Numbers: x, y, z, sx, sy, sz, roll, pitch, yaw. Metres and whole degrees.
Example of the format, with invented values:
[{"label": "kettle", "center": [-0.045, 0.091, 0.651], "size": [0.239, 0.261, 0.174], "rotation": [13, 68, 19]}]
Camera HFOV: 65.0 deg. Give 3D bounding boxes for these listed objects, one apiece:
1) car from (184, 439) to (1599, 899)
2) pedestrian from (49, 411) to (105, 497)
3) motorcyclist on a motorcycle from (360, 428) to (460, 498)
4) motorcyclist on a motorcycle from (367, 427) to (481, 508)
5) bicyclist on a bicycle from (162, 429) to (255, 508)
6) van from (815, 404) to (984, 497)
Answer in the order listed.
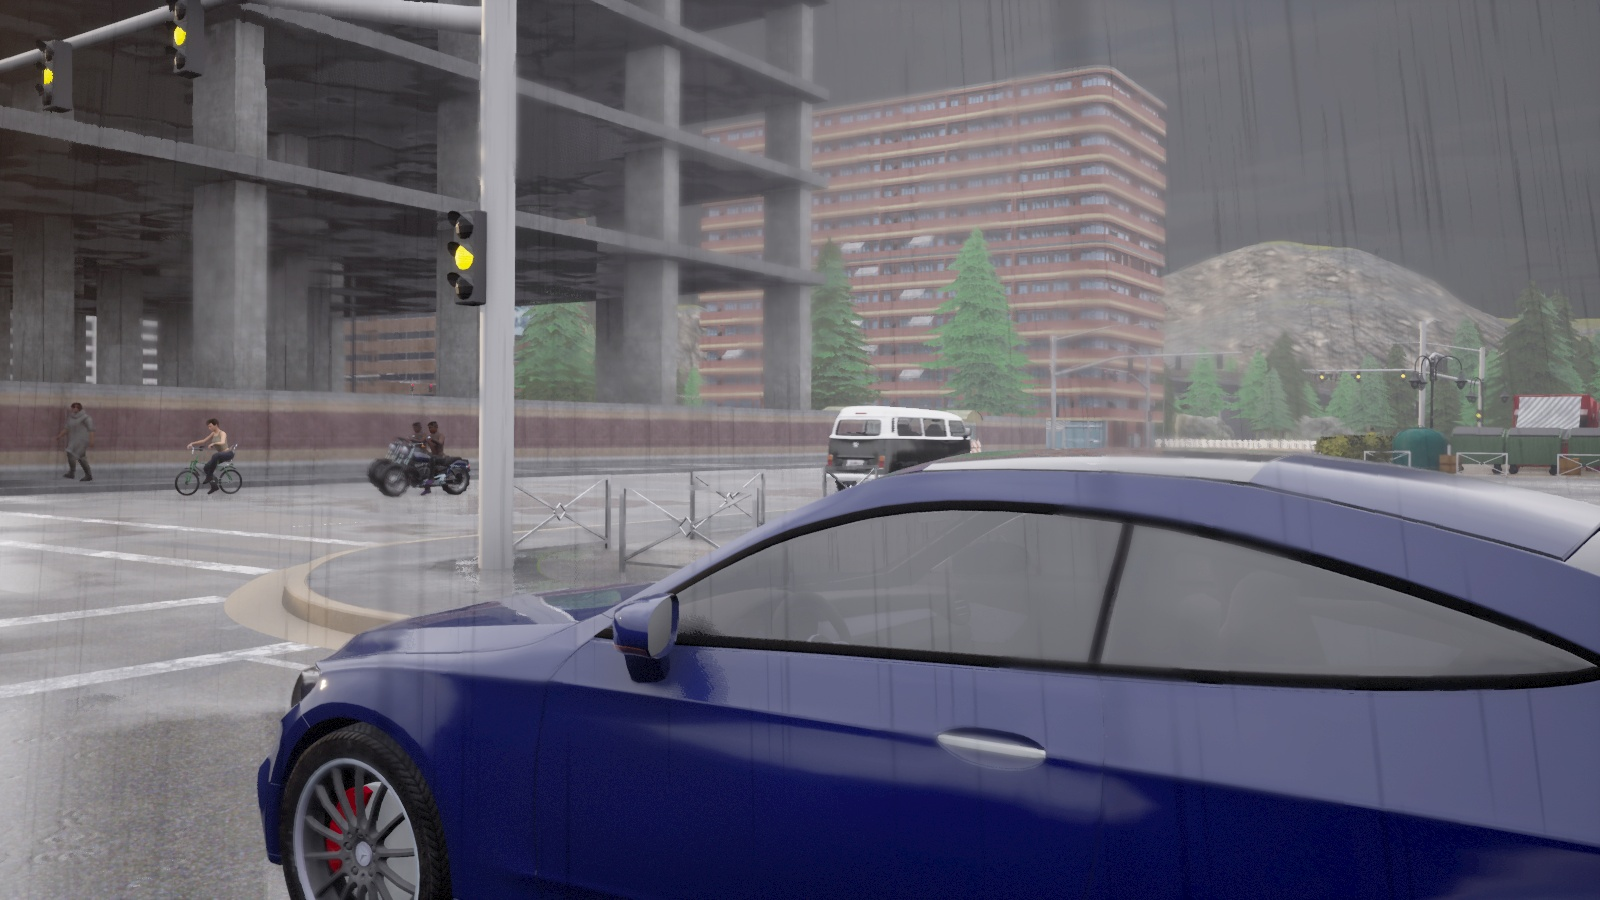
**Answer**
[{"label": "car", "center": [0.620, 0.708, 3.212], "size": [4.674, 1.442, 1.812], "rotation": [0, 1, 34]}, {"label": "pedestrian", "center": [-16.627, 0.090, 28.896], "size": [0.659, 1.952, 0.873], "rotation": [0, 1, 26]}, {"label": "motorcyclist on a motorcycle", "center": [-9.515, 0.293, 30.715], "size": [0.766, 1.649, 2.350], "rotation": [0, 1, 33]}, {"label": "motorcyclist on a motorcycle", "center": [-7.963, 0.334, 26.710], "size": [0.766, 1.649, 2.350], "rotation": [0, 1, 33]}, {"label": "bicyclist on a bicycle", "center": [-12.388, 0.365, 26.348], "size": [0.866, 1.612, 1.509], "rotation": [0, 1, 34]}, {"label": "van", "center": [2.444, -0.029, 29.780], "size": [2.069, 2.038, 4.480], "rotation": [0, 1, 33]}]
